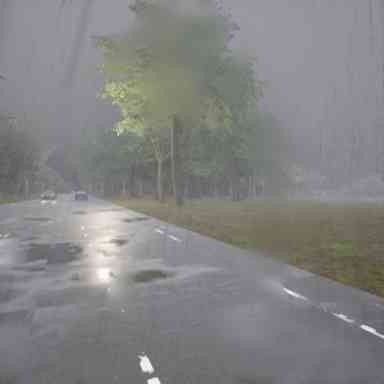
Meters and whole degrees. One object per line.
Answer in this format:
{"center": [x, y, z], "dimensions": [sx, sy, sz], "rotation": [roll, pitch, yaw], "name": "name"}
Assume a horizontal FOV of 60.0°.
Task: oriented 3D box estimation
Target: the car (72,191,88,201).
{"center": [-18.462, 0.602, 55.268], "dimensions": [1.882, 1.535, 5.008], "rotation": [0, 1, -21], "name": "car"}

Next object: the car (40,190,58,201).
{"center": [-23.654, 0.489, 55.113], "dimensions": [2.097, 1.767, 4.553], "rotation": [0, 1, -14], "name": "car"}
